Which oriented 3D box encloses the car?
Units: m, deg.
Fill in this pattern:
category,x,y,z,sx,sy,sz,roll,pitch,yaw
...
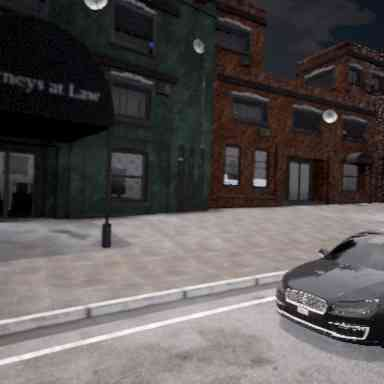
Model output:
category,x,y,z,sx,sy,sz,roll,pitch,yaw
car,3.719,1.486,6.107,4.892,1.490,1.837,0,0,-30
